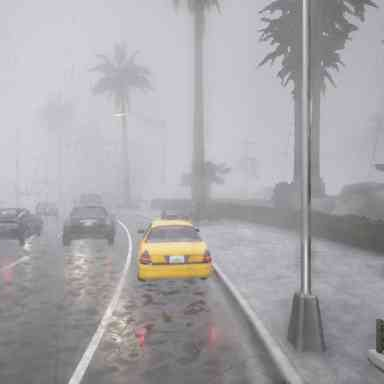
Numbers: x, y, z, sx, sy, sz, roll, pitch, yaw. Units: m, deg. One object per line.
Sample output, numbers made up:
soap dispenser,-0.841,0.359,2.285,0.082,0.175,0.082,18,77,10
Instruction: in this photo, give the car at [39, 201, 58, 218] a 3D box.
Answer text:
car,-12.956,1.536,29.628,2.033,1.411,5.357,0,0,-25

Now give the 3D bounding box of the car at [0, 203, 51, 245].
car,-8.229,1.486,15.321,2.128,1.511,4.902,0,0,-13

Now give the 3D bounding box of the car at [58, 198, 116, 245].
car,-4.756,1.346,15.847,2.097,1.767,4.553,0,0,-12

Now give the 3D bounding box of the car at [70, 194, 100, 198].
car,-9.809,1.208,31.159,2.150,2.045,5.566,0,0,-25

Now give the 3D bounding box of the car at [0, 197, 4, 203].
car,-24.226,1.185,39.572,5.566,2.045,2.150,0,0,45

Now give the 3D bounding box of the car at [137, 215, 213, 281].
car,-0.649,1.456,9.853,1.801,1.575,5.366,0,0,-7
